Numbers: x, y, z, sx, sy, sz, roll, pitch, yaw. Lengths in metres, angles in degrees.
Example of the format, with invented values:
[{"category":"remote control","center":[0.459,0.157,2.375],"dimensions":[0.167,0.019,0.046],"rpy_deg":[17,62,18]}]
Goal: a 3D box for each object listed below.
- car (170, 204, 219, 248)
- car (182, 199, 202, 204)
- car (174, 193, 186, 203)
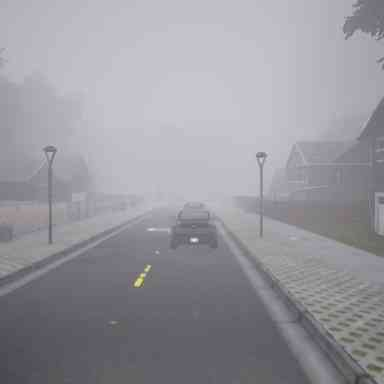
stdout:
[{"category":"car","center":[0.101,1.508,14.618],"dimensions":[1.837,1.490,4.892],"rpy_deg":[0,0,0]},{"category":"car","center":[0.218,1.594,29.652],"dimensions":[1.895,1.301,4.718],"rpy_deg":[0,0,0]},{"category":"car","center":[-2.262,1.253,64.610],"dimensions":[2.150,2.045,5.566],"rpy_deg":[0,0,0]}]
